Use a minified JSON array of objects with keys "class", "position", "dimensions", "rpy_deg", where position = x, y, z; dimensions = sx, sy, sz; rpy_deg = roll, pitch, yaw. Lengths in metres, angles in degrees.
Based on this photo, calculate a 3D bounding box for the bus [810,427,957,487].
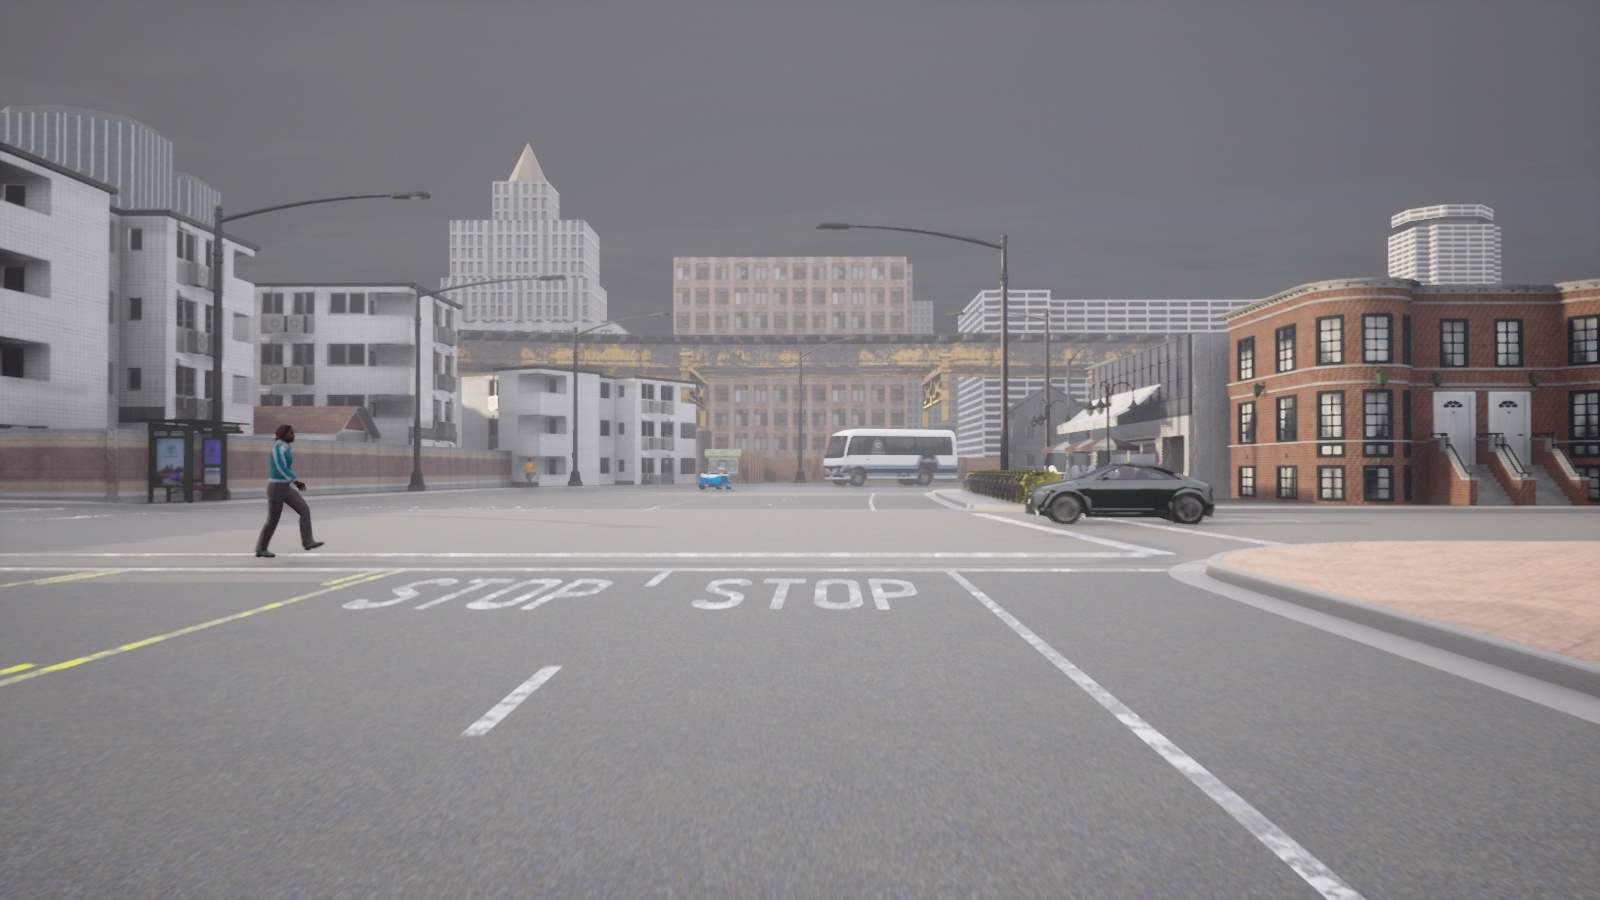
[{"class":"bus","position":[6.197,0.576,93.273],"dimensions":[10.273,4.253,3.944],"rpy_deg":[0,-1,-26]}]

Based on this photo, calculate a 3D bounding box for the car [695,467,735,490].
[{"class":"car","position":[-5.139,1.728,76.208],"dimensions":[1.481,1.376,2.207],"rpy_deg":[-1,-1,27]}]

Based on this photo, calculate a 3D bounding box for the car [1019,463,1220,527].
[{"class":"car","position":[7.182,1.005,28.623],"dimensions":[4.181,1.385,1.994],"rpy_deg":[0,-1,6]}]

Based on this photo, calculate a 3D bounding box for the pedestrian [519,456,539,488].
[{"class":"pedestrian","position":[-15.661,1.262,72.628],"dimensions":[0.874,1.855,0.900],"rpy_deg":[0,-1,10]}]

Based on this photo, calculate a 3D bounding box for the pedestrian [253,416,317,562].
[{"class":"pedestrian","position":[-6.927,0.523,16.919],"dimensions":[0.692,1.930,0.396],"rpy_deg":[0,-1,-3]}]
